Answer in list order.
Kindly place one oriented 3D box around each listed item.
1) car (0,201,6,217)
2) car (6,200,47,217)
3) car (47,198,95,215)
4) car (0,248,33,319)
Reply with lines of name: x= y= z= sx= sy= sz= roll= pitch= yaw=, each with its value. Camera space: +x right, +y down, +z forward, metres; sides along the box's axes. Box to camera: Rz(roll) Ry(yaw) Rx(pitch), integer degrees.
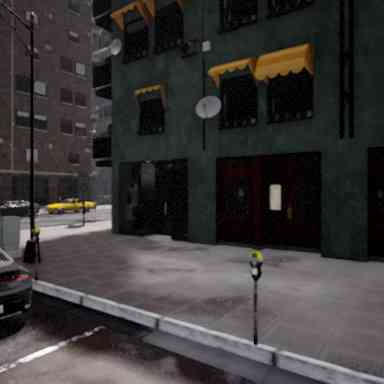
car: x=-12.742 y=1.247 z=17.634 sx=2.097 sy=1.767 sz=4.553 roll=0 pitch=2 yaw=18
car: x=-14.295 y=1.328 z=26.241 sx=2.008 sy=1.369 sz=4.403 roll=1 pitch=1 yaw=35
car: x=-11.208 y=1.227 z=30.668 sx=1.752 sy=1.417 sz=4.829 roll=1 pitch=1 yaw=35
car: x=-4.721 y=1.545 z=6.236 sx=4.403 sy=1.369 sz=2.008 roll=0 pitch=0 yaw=35
